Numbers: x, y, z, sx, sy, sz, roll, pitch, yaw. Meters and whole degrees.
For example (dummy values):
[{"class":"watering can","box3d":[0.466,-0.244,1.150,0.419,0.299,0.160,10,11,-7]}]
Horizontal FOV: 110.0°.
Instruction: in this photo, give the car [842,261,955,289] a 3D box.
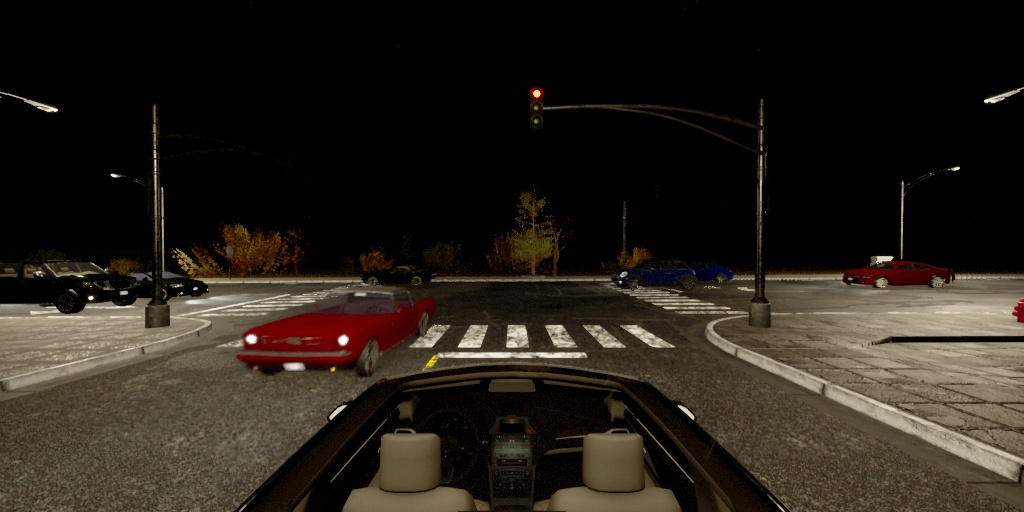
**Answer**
[{"class":"car","box3d":[22.101,1.054,20.746,5.008,1.535,1.882,0,1,0]}]

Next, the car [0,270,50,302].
[{"class":"car","box3d":[-26.762,1.482,17.672,5.357,1.411,2.033,0,1,0]}]

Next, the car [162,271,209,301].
[{"class":"car","box3d":[-17.522,1.437,17.602,4.181,1.385,1.994,0,1,0]}]

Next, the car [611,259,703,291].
[{"class":"car","box3d":[8.149,1.015,20.853,4.553,1.767,2.097,0,1,0]}]

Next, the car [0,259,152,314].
[{"class":"car","box3d":[-18.277,1.140,14.352,5.566,2.045,2.150,0,1,0]}]

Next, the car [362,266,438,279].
[{"class":"car","box3d":[-7.557,1.323,24.226,4.718,1.301,1.895,0,1,0]}]

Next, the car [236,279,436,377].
[{"class":"car","box3d":[-3.144,1.349,7.571,1.895,1.301,4.718,0,0,3]}]

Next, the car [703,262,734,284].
[{"class":"car","box3d":[12.277,1.122,24.071,4.674,1.442,1.812,0,1,0]}]
